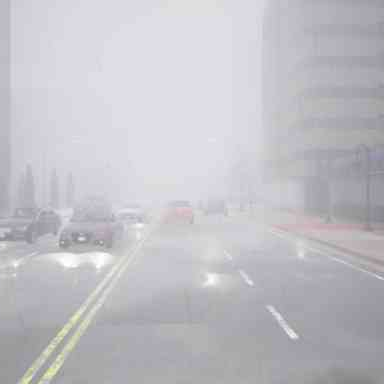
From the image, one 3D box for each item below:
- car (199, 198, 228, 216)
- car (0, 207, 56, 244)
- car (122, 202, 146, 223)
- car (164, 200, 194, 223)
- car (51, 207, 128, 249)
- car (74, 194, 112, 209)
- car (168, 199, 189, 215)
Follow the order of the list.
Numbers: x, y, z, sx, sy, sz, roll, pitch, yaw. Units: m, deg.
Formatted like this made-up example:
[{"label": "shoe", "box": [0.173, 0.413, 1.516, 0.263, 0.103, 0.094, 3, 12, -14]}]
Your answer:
[{"label": "car", "box": [2.183, 1.352, 32.616, 2.097, 1.767, 4.553, 0, 0, -3]}, {"label": "car", "box": [-7.747, 1.491, 15.794, 2.128, 1.511, 4.902, 0, 0, -2]}, {"label": "car", "box": [-4.642, 1.525, 25.862, 1.812, 1.442, 4.674, 0, 0, -2]}, {"label": "car", "box": [-0.986, 1.352, 25.264, 2.097, 1.767, 4.553, 0, 0, -3]}, {"label": "car", "box": [-4.192, 1.564, 14.387, 1.994, 1.385, 4.181, 0, 0, -3]}, {"label": "car", "box": [-8.318, 1.220, 28.403, 2.150, 2.045, 5.566, 0, 0, -2]}, {"label": "car", "box": [-1.463, 1.547, 35.727, 2.033, 1.411, 5.357, 0, 0, -3]}]
